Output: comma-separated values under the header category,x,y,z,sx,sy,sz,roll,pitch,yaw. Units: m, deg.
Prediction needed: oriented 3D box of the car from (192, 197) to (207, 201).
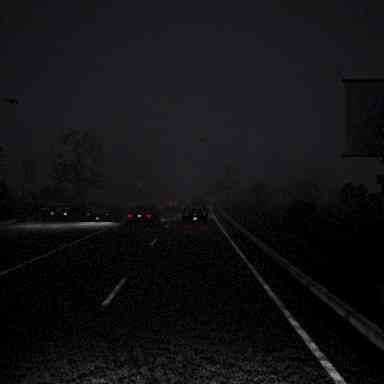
category,x,y,z,sx,sy,sz,roll,pitch,yaw
car,1.030,1.506,47.440,1.837,1.490,4.892,0,0,3

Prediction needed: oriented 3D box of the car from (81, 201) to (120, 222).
category,x,y,z,sx,sy,sz,roll,pitch,yaw
car,-6.896,1.549,27.059,2.033,1.411,5.357,0,0,1

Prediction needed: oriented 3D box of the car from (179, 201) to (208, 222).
category,x,y,z,sx,sy,sz,roll,pitch,yaw
car,0.275,1.602,25.994,1.895,1.301,4.718,0,0,1

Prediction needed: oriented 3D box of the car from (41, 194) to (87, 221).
category,x,y,z,sx,sy,sz,roll,pitch,yaw
car,-10.383,1.223,27.598,2.150,2.045,5.566,0,0,1

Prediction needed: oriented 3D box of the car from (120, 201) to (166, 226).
category,x,y,z,sx,sy,sz,roll,pitch,yaw
car,-3.267,1.549,23.395,2.033,1.411,5.357,0,0,1

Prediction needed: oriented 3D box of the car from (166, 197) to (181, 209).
category,x,y,z,sx,sy,sz,roll,pitch,yaw
car,-2.558,1.480,45.720,1.882,1.535,5.008,0,0,3
